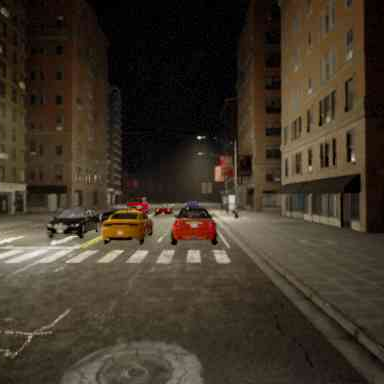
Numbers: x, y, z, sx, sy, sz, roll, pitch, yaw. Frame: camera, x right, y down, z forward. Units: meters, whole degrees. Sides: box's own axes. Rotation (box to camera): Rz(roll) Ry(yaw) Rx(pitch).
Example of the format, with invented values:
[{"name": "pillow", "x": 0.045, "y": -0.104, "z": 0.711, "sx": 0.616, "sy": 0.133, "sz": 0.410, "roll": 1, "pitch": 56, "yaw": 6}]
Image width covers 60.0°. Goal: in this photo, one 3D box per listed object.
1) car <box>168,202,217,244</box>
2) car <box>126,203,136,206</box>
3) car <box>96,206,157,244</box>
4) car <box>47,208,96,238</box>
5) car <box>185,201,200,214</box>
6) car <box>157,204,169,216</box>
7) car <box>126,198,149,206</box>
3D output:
[{"name": "car", "x": 0.096, "y": 1.552, "z": 17.002, "sx": 2.097, "sy": 1.767, "sz": 4.553, "roll": 0, "pitch": -1, "yaw": 0}, {"name": "car", "x": -6.580, "y": 1.947, "z": 29.302, "sx": 1.895, "sy": 1.301, "sz": 4.718, "roll": 0, "pitch": -1, "yaw": 1}, {"name": "car", "x": -3.155, "y": 1.679, "z": 17.089, "sx": 1.882, "sy": 1.535, "sz": 5.008, "roll": 0, "pitch": -1, "yaw": 0}, {"name": "car", "x": -6.599, "y": 1.717, "z": 19.108, "sx": 2.128, "sy": 1.511, "sz": 4.902, "roll": 0, "pitch": -1, "yaw": 0}, {"name": "car", "x": 0.090, "y": 2.004, "z": 44.360, "sx": 1.882, "sy": 1.535, "sz": 5.008, "roll": 0, "pitch": -1, "yaw": 0}, {"name": "car", "x": -3.158, "y": 2.057, "z": 38.514, "sx": 1.895, "sy": 1.301, "sz": 4.718, "roll": 0, "pitch": -1, "yaw": 0}, {"name": "car", "x": -6.508, "y": 1.694, "z": 39.902, "sx": 2.150, "sy": 2.045, "sz": 5.566, "roll": 0, "pitch": -1, "yaw": 0}]
